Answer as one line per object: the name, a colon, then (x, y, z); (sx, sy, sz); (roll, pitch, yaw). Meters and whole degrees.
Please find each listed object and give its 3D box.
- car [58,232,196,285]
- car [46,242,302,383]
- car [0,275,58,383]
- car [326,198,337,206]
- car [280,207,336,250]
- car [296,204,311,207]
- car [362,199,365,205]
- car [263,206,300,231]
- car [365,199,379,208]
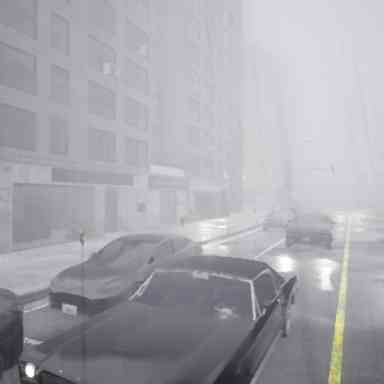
car: (-1.150, 1.668, 7.665); (1.947, 1.339, 4.313); (0, -1, 26)
car: (0.167, 1.663, 4.503); (1.895, 1.301, 4.718); (0, -1, 26)
car: (-3.549, 1.599, 2.688); (1.947, 1.339, 4.313); (0, -1, 26)
car: (34.256, 2.623, 82.342); (1.967, 1.590, 4.097); (0, -1, 24)
car: (5.760, 1.699, 15.852); (1.882, 1.535, 5.008); (0, -1, 26)
car: (8.445, 1.946, 27.572); (1.947, 1.339, 4.313); (0, -1, 26)
car: (42.011, 2.730, 78.801); (1.802, 1.307, 4.206); (0, -1, 24)
car: (6.046, 1.893, 22.595); (1.802, 1.307, 4.206); (0, -1, 26)
car: (37.326, 2.433, 68.510); (1.967, 1.590, 4.097); (0, -1, 24)
